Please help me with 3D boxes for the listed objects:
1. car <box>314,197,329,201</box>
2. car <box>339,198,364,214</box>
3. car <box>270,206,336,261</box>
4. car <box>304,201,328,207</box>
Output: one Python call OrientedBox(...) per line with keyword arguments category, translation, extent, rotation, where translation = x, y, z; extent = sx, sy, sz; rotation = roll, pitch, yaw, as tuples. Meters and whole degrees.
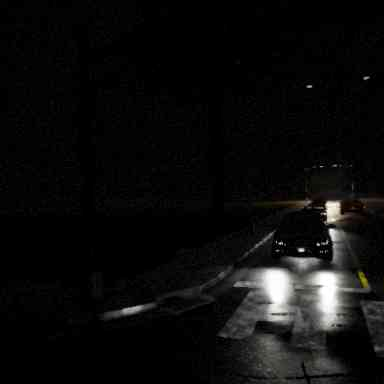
OrientedBox(category="car", translation=(16.774, 1.466, 43.645), extent=(1.837, 1.490, 4.892), rotation=(-3, -1, 22))
OrientedBox(category="car", translation=(15.652, 1.320, 32.763), extent=(1.882, 1.535, 5.008), rotation=(-3, -1, 22))
OrientedBox(category="car", translation=(4.129, 1.516, 12.389), extent=(1.837, 1.490, 4.892), rotation=(-3, -1, 20))
OrientedBox(category="car", translation=(9.042, 1.591, 24.530), extent=(1.895, 1.301, 4.718), rotation=(-3, -1, 22))
